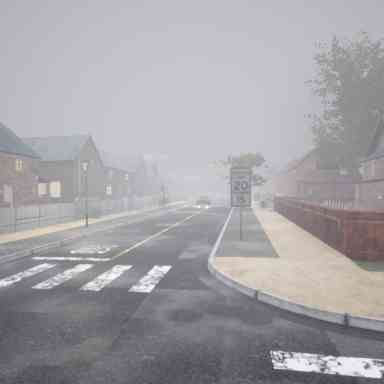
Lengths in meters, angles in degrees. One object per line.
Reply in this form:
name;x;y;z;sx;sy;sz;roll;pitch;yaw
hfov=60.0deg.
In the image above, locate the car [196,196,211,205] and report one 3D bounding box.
car;1.869;1.287;50.794;1.994;1.385;4.181;-1;0;8
